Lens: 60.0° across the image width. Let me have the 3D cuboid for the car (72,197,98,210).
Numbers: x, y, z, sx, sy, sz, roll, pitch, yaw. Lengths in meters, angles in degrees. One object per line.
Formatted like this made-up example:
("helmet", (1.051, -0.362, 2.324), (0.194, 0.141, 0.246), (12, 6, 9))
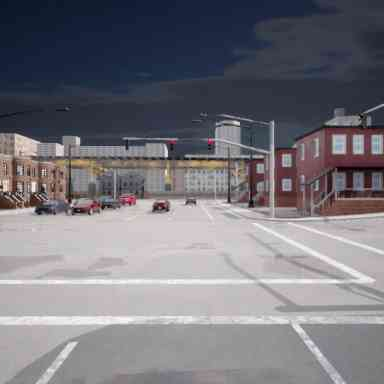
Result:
("car", (-14.211, 1.478, 44.341), (1.882, 1.535, 5.008), (0, 0, 0))

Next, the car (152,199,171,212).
("car", (-3.499, 1.526, 38.417), (1.812, 1.442, 4.674), (0, 0, 0))

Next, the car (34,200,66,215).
("car", (-14.188, 1.547, 34.300), (2.033, 1.411, 5.357), (0, 0, 0))

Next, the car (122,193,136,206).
("car", (-10.722, 1.221, 55.060), (2.150, 2.045, 5.566), (0, 0, 1))

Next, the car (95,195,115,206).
("car", (-14.228, 1.352, 54.613), (2.097, 1.767, 4.553), (0, 0, 0))

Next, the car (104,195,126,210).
("car", (-10.709, 1.547, 44.363), (2.033, 1.411, 5.357), (0, 0, 0))

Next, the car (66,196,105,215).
("car", (-10.685, 1.478, 33.884), (1.882, 1.535, 5.008), (0, 0, 0))

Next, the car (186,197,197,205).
("car", (-0.168, 1.526, 58.619), (1.812, 1.442, 4.674), (0, 0, 0))
